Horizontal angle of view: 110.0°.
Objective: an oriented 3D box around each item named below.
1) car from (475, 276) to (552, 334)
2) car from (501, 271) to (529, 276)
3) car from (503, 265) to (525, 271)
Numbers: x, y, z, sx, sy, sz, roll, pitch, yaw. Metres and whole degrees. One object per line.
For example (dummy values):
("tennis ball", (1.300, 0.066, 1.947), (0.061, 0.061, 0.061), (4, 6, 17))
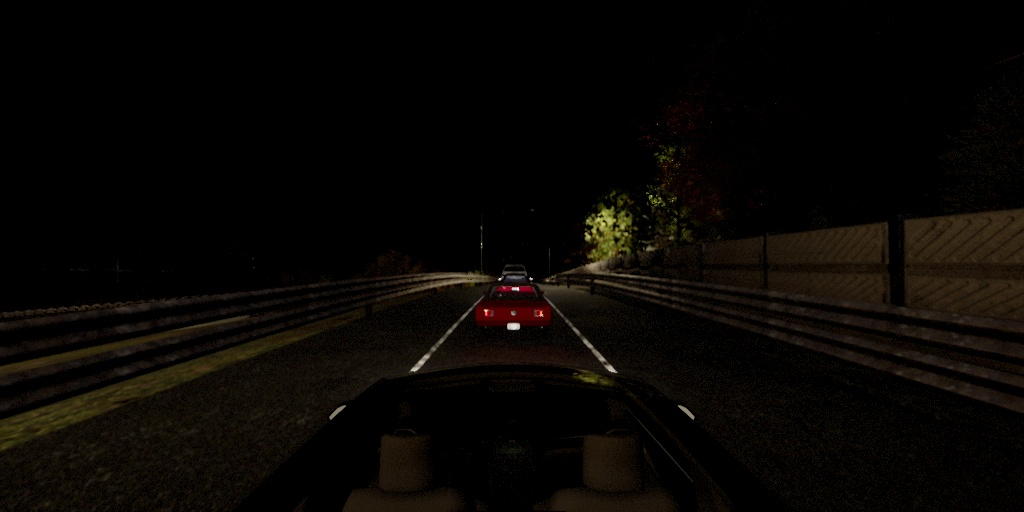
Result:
("car", (0.051, 1.453, 10.882), (1.895, 1.301, 4.718), (0, -1, 0))
("car", (0.194, 1.654, 19.583), (1.994, 1.385, 4.181), (0, -2, 1))
("car", (0.233, 1.832, 30.894), (2.150, 2.045, 5.566), (0, -3, 1))
